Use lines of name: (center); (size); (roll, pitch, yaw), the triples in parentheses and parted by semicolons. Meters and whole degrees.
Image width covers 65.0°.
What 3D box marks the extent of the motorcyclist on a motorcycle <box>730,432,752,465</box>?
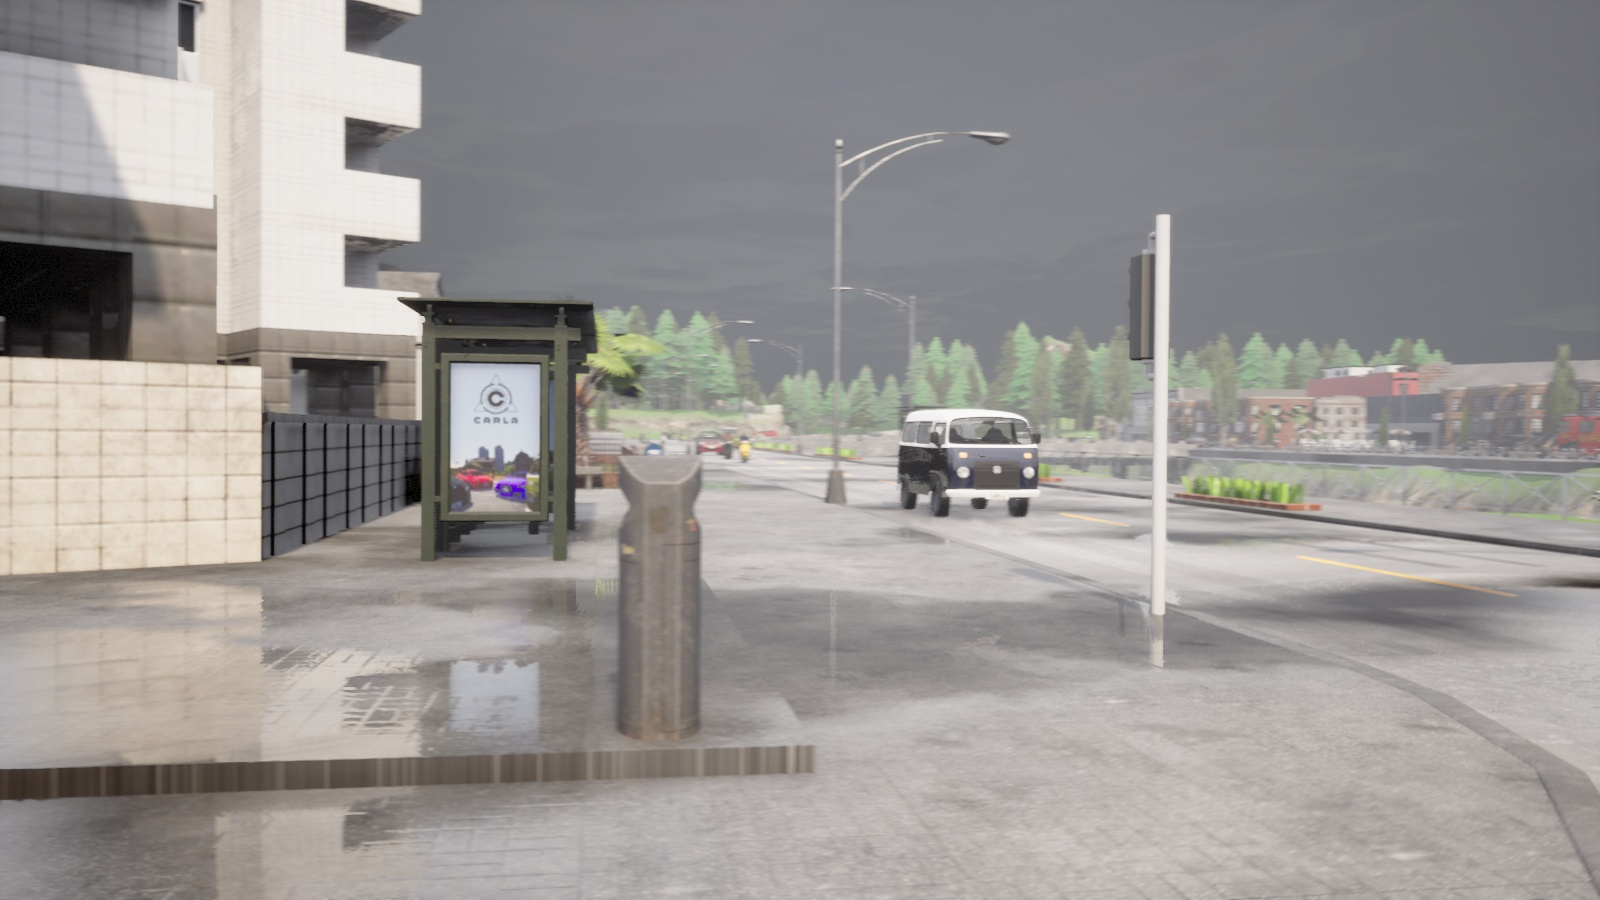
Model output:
motorcyclist on a motorcycle: (-2.937, -0.074, 62.397); (0.866, 1.590, 1.817); (-1, 1, -9)

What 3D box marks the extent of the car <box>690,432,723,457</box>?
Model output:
car: (-6.238, -0.376, 83.183); (1.851, 1.617, 3.988); (-1, 1, -9)

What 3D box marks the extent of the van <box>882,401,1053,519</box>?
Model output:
van: (3.107, 0.148, 24.323); (2.069, 2.038, 4.480); (-1, 1, -9)
